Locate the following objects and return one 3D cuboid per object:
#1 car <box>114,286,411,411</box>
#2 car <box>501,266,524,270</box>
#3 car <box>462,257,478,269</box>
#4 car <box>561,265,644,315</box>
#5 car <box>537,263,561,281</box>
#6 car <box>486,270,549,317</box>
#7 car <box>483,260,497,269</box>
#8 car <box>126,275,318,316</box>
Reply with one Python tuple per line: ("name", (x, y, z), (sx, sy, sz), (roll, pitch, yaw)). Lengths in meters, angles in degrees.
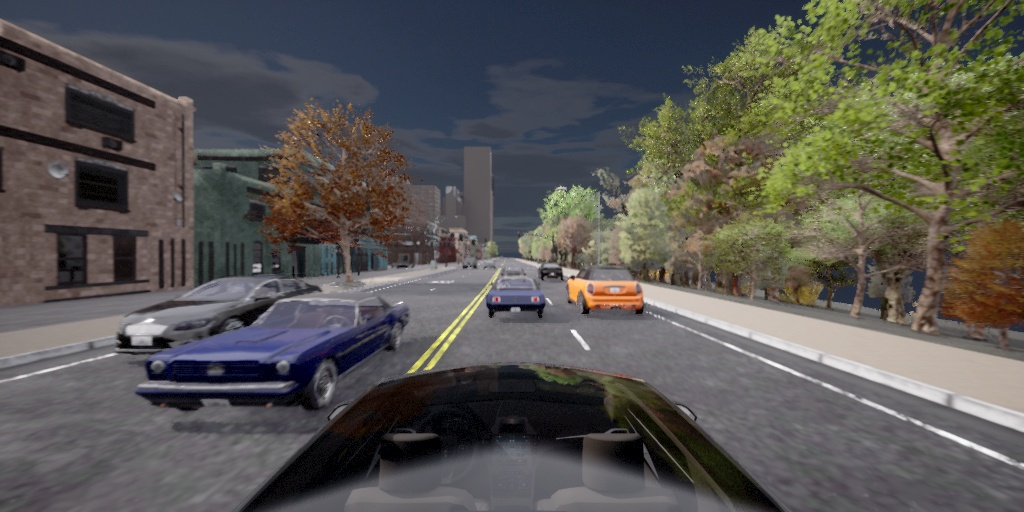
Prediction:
("car", (-3.336, 1.360, 6.254), (1.895, 1.301, 4.718), (0, 0, 0))
("car", (0.068, 1.428, 28.625), (1.895, 1.301, 4.718), (0, 0, -1))
("car", (-6.923, 1.192, 59.591), (2.150, 2.045, 5.566), (0, 0, -1))
("car", (3.376, 1.140, 13.854), (2.097, 1.767, 4.553), (0, 0, 0))
("car", (3.285, 1.316, 31.623), (1.882, 1.535, 5.008), (0, 0, -1))
("car", (0.126, 1.384, 13.335), (1.895, 1.301, 4.718), (0, 0, 0))
("car", (-3.673, 1.445, 59.518), (1.812, 1.442, 4.674), (0, 0, -1))
("car", (-6.580, 1.254, 8.830), (2.128, 1.511, 4.902), (0, 0, 0))
